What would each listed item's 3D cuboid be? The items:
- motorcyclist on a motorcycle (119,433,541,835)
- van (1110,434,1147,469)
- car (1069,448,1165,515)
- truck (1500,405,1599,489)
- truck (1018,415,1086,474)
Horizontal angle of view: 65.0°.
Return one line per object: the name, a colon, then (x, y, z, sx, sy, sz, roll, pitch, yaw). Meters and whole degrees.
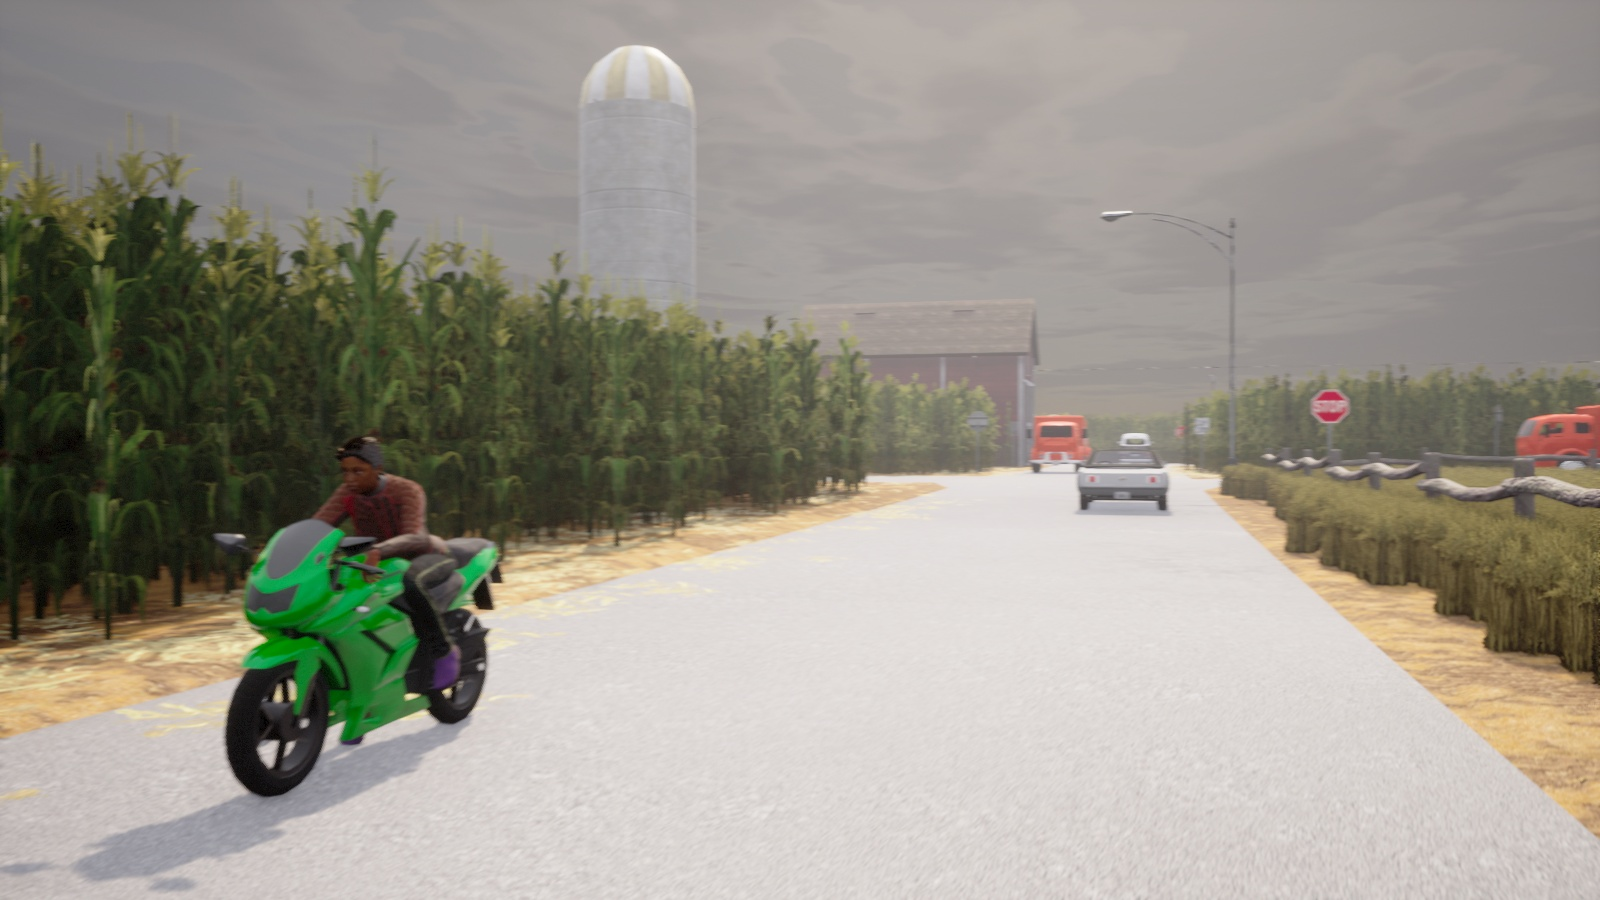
motorcyclist on a motorcycle: (-2.040, 0.692, 5.847, 0.797, 1.523, 2.044, 0, 0, 15)
van: (19.736, 0.072, 75.344, 2.069, 2.038, 4.480, 0, 0, 15)
car: (7.041, 0.628, 27.826, 1.895, 1.301, 4.718, 0, 1, 15)
truck: (24.563, -0.072, 38.182, 5.204, 2.467, 2.627, 1, 1, 15)
truck: (11.113, -0.227, 55.085, 2.627, 2.467, 5.204, 0, 0, 15)
